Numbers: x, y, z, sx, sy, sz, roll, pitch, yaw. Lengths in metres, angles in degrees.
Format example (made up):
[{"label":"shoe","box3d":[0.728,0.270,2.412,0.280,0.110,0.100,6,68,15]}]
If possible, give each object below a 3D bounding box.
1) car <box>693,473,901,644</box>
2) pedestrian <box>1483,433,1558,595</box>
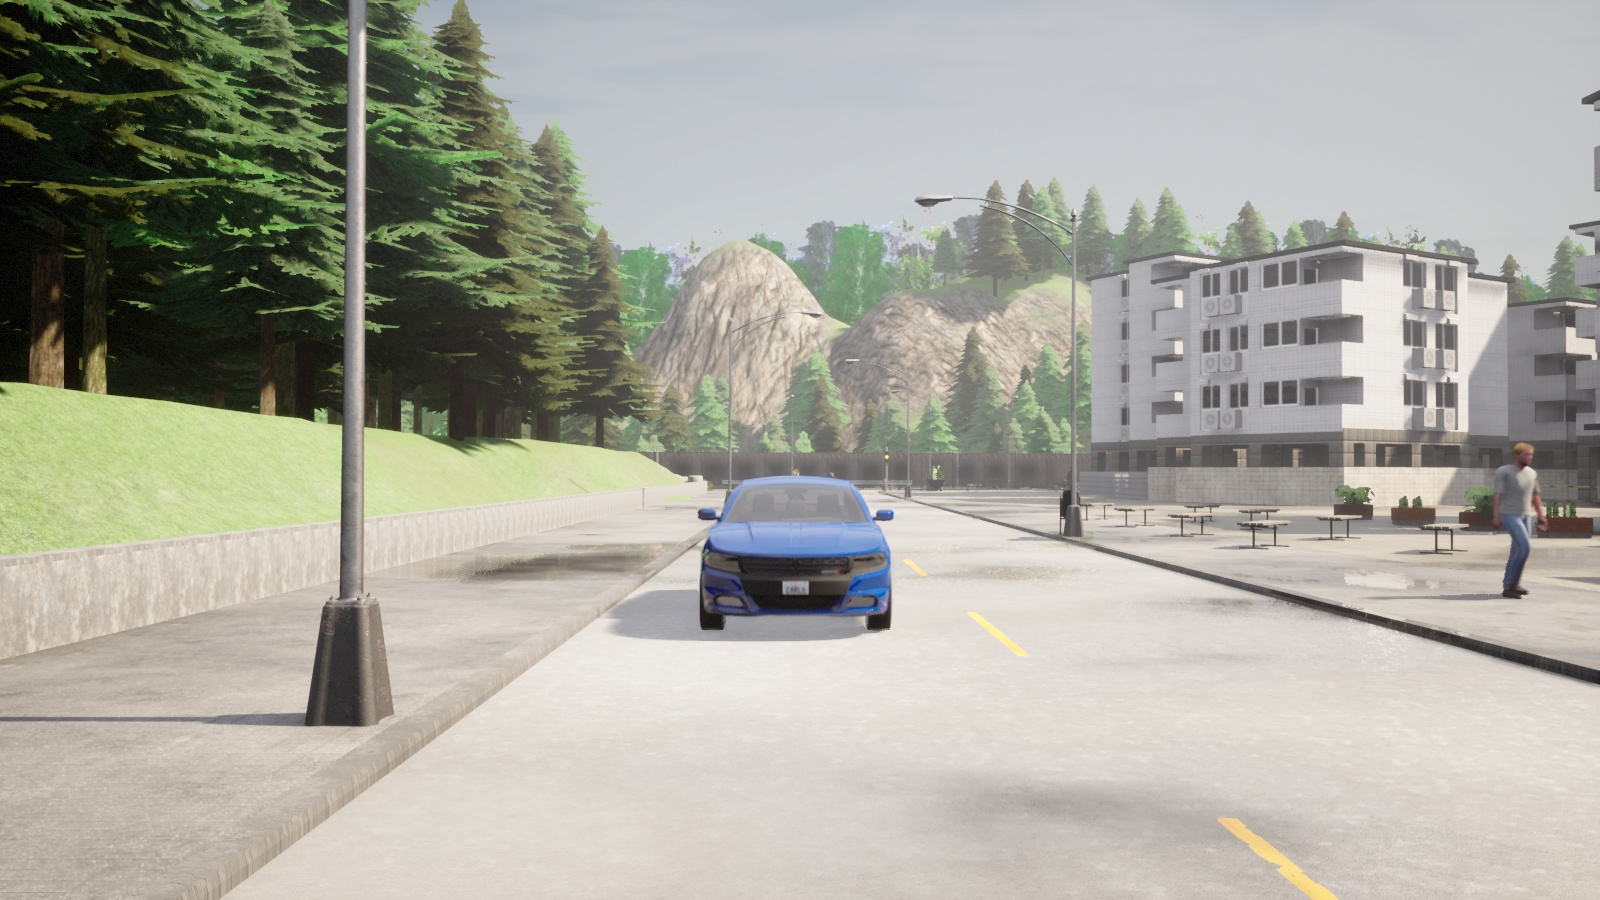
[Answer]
[{"label":"car","box3d":[-0.037,1.025,13.891,1.882,1.535,5.008,0,-1,0]},{"label":"pedestrian","box3d":[8.381,0.735,14.630,0.354,1.836,0.706,0,-1,-12]}]
